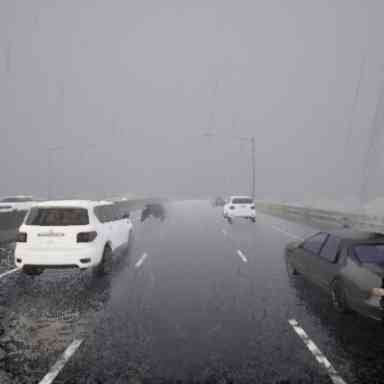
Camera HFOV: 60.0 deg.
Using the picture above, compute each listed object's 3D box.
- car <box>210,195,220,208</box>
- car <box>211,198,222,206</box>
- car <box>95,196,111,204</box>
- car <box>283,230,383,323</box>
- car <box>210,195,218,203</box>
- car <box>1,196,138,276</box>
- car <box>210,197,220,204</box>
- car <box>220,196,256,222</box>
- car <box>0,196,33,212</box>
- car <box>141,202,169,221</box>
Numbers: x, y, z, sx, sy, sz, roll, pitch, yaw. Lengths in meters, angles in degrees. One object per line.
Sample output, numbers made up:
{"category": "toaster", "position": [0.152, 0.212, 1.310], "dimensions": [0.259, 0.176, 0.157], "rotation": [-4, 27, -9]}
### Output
{"category": "car", "position": [4.479, 1.674, 56.133], "dimensions": [2.097, 1.767, 4.553], "rotation": [0, 0, 2]}
{"category": "car", "position": [4.885, 1.910, 67.107], "dimensions": [2.163, 1.488, 4.792], "rotation": [0, 0, 2]}
{"category": "car", "position": [-19.391, 1.714, 72.970], "dimensions": [2.097, 1.767, 4.553], "rotation": [0, 0, 2]}
{"category": "car", "position": [3.624, 1.584, 7.556], "dimensions": [2.033, 1.411, 5.357], "rotation": [0, 0, 0]}
{"category": "car", "position": [5.900, 1.810, 88.931], "dimensions": [2.150, 2.045, 5.566], "rotation": [0, -1, 3]}
{"category": "car", "position": [-3.350, 1.270, 10.603], "dimensions": [2.150, 2.045, 5.566], "rotation": [0, 0, 0]}
{"category": "car", "position": [5.358, 1.998, 78.019], "dimensions": [2.163, 1.488, 4.792], "rotation": [0, 0, 3]}
{"category": "car", "position": [3.859, 1.361, 27.642], "dimensions": [2.150, 2.045, 5.566], "rotation": [0, 0, 1]}
{"category": "car", "position": [-17.254, 1.383, 32.289], "dimensions": [2.150, 2.045, 5.566], "rotation": [0, 0, 1]}
{"category": "car", "position": [-3.126, 1.647, 28.382], "dimensions": [1.837, 1.490, 4.892], "rotation": [0, 0, 1]}
